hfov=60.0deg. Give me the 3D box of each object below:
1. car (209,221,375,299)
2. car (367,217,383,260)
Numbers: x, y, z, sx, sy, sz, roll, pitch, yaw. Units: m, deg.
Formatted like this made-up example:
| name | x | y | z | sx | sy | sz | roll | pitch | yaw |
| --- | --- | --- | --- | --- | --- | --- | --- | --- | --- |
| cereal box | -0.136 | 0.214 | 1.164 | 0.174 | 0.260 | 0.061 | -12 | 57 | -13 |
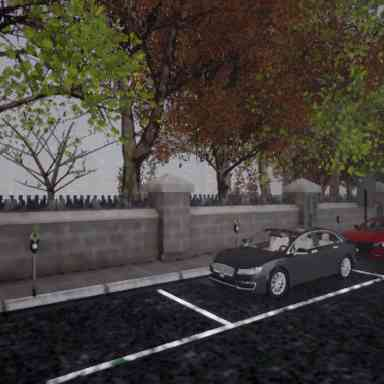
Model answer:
| name | x | y | z | sx | sy | sz | roll | pitch | yaw |
| --- | --- | --- | --- | --- | --- | --- | --- | --- | --- |
| car | 2.421 | 1.550 | 8.379 | 4.403 | 1.369 | 2.008 | 0 | 0 | -36 |
| car | 6.901 | 1.545 | 11.638 | 4.507 | 1.381 | 1.887 | 0 | 0 | -36 |
